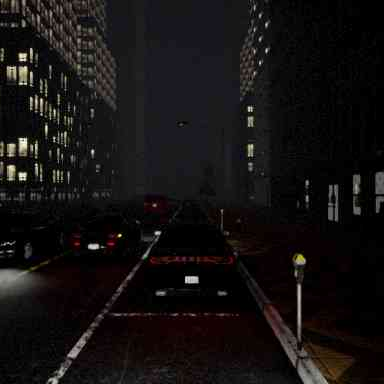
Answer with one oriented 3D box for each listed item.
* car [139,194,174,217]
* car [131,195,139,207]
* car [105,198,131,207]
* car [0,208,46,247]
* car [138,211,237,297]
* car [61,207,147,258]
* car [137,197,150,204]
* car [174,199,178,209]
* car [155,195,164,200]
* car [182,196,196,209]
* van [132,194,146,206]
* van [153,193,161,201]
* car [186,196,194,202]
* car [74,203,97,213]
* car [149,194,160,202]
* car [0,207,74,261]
[{"bbox_3d":[-3.157,1.212,30.665,2.150,2.045,5.566,0,0,0],"label":"car"},{"bbox_3d":[-8.833,1.523,49.953,1.887,1.381,4.507,0,0,0],"label":"car"},{"bbox_3d":[-8.833,1.537,38.569,2.008,1.369,4.403,0,0,0],"label":"car"},{"bbox_3d":[-8.833,1.563,15.800,1.947,1.339,4.313,0,0,0],"label":"car"},{"bbox_3d":[-0.006,1.477,8.649,1.882,1.535,5.008,0,0,0],"label":"car"},{"bbox_3d":[-3.054,1.524,12.600,1.812,1.442,4.674,0,0,0],"label":"car"},{"bbox_3d":[-8.833,1.550,61.338,1.802,1.307,4.206,0,0,0],"label":"car"},{"bbox_3d":[-3.046,1.528,46.072,2.033,1.411,5.357,0,0,0],"label":"car"},{"bbox_3d":[-8.832,1.504,89.799,1.947,1.339,4.313,0,0,0],"label":"car"},{"bbox_3d":[-0.452,1.548,44.248,1.947,1.339,4.313,0,0,0],"label":"car"},{"bbox_3d":[-8.832,1.315,55.646,1.690,1.788,3.998,0,0,0],"label":"van"},{"bbox_3d":[-8.831,1.286,84.106,1.690,1.788,3.998,0,0,0],"label":"van"},{"bbox_3d":[-0.452,1.533,78.399,1.802,1.307,4.206,0,0,0],"label":"car"},{"bbox_3d":[-8.832,1.575,27.183,1.802,1.307,4.206,0,0,0],"label":"car"},{"bbox_3d":[-8.832,1.391,78.413,1.967,1.590,4.097,0,0,0],"label":"car"},{"bbox_3d":[-6.247,1.503,12.302,1.837,1.490,4.892,0,0,0],"label":"car"}]
